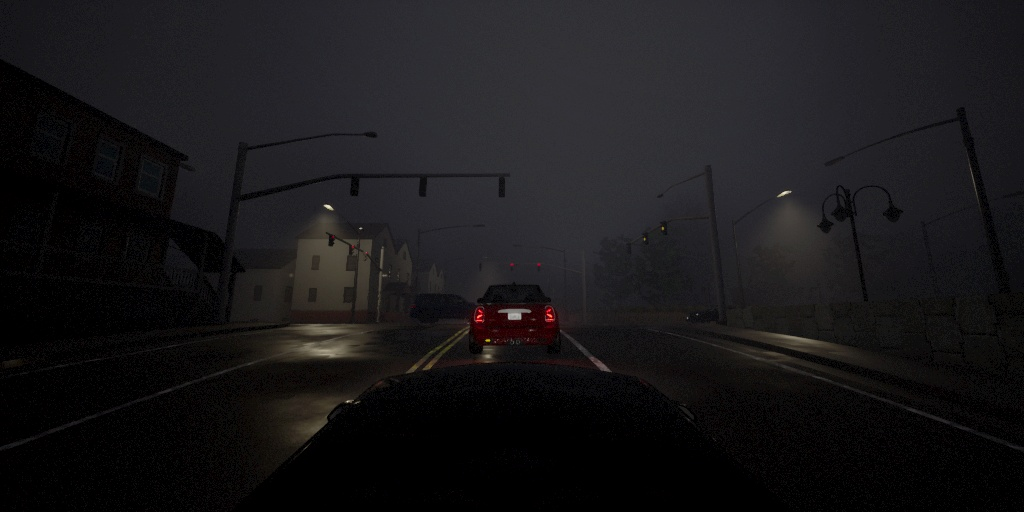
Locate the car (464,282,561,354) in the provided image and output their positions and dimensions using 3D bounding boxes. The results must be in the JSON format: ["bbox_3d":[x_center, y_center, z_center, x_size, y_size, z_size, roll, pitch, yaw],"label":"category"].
[{"bbox_3d":[0.060,1.566,10.071,2.097,1.767,4.553,-1,-6,0],"label":"car"}]

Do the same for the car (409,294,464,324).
[{"bbox_3d":[-4.257,3.698,25.005,5.566,2.045,2.150,0,-11,1],"label":"car"}]

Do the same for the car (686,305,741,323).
[{"bbox_3d":[16.304,4.628,28.303,4.902,1.511,2.128,0,-10,1],"label":"car"}]
